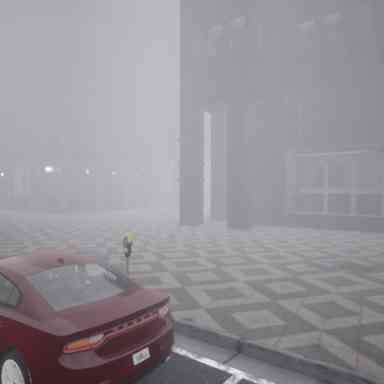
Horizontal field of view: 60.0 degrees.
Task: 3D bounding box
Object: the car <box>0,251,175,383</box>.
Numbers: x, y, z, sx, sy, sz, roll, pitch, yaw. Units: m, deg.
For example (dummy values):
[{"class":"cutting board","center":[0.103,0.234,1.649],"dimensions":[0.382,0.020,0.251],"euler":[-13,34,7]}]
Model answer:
[{"class":"car","center":[-2.292,1.543,4.759],"dimensions":[4.507,1.381,1.887],"euler":[0,0,37]}]
